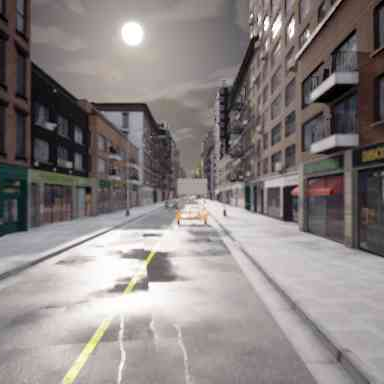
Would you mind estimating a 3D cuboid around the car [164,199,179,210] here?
[{"bbox_3d":[-3.049,1.851,50.031,2.128,1.511,4.902,0,-1,0],"label":"car"}]

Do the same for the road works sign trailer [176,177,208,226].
[{"bbox_3d":[0.010,0.633,25.294,2.380,3.560,2.880,0,0,0],"label":"road works sign trailer"}]
